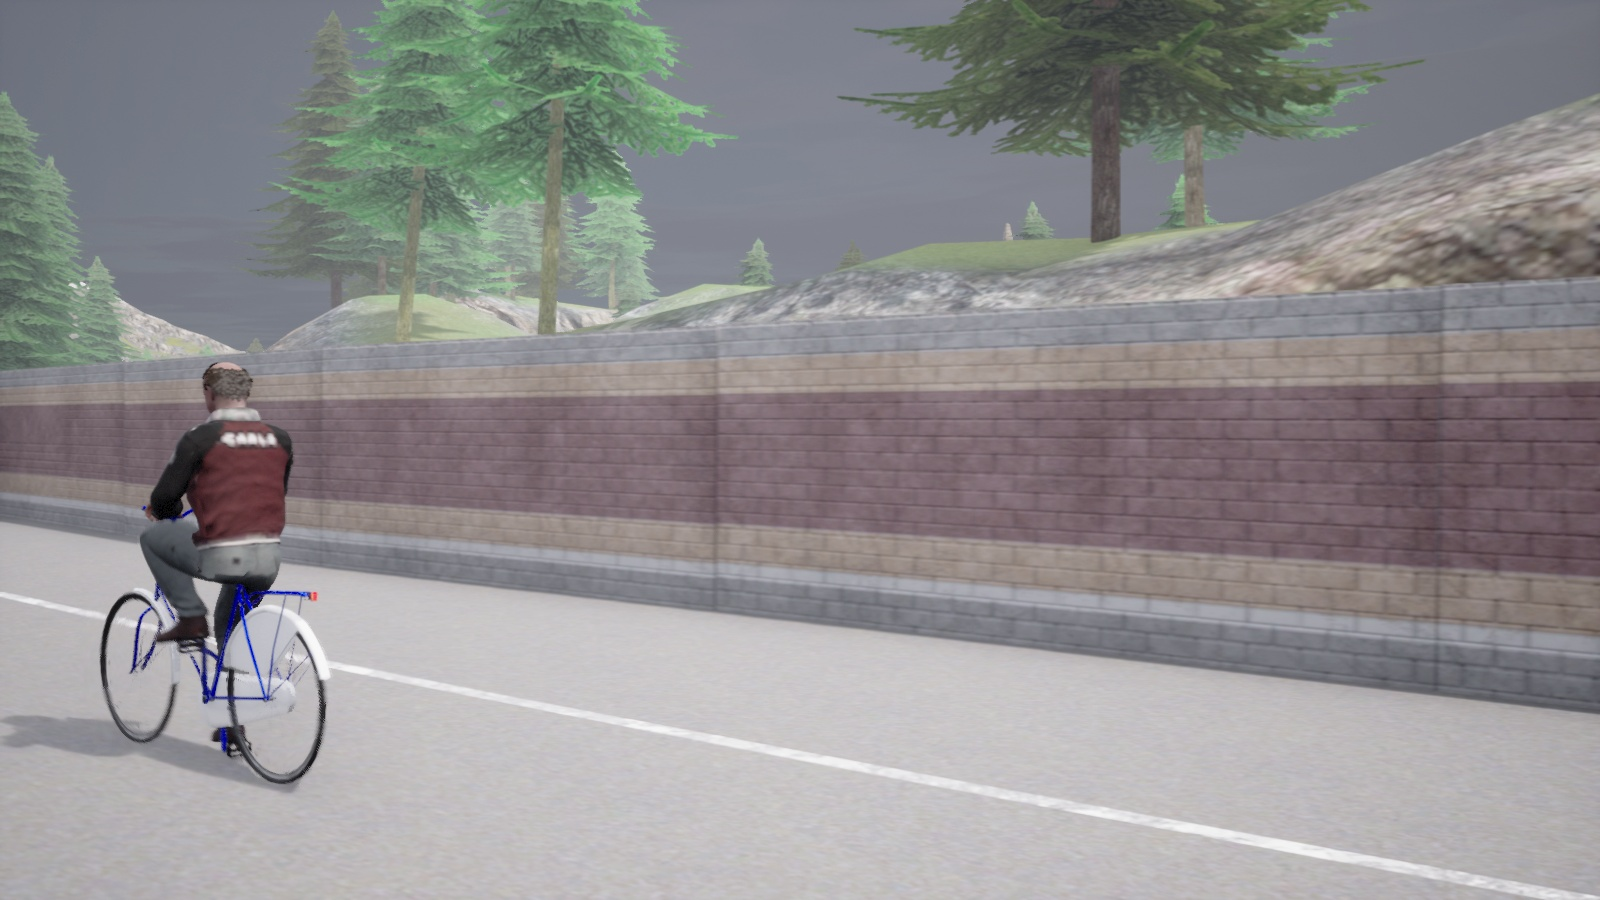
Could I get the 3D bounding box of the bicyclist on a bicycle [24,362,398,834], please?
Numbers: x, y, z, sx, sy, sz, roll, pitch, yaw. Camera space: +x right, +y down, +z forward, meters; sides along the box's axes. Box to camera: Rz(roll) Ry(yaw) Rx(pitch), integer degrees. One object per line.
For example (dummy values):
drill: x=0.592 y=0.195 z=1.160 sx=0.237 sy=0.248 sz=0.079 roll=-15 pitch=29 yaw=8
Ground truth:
bicyclist on a bicycle: x=-2.628 y=0.551 z=5.518 sx=1.843 sy=1.776 sz=0.659 roll=0 pitch=1 yaw=36
